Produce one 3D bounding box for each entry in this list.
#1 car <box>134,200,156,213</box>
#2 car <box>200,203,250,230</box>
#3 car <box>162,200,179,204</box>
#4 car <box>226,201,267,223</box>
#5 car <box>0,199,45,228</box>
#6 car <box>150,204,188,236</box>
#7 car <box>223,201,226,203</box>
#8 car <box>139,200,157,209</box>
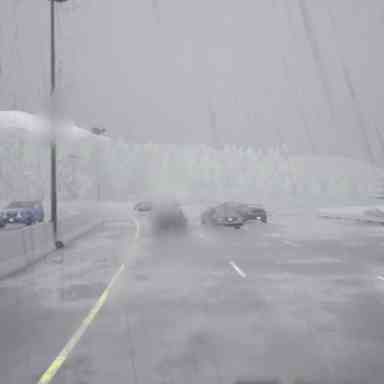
[{"bbox_3d":[-6.494,2.013,44.305,2.033,1.411,5.357,0,-1,-19],"label":"car"},{"bbox_3d":[1.876,1.722,22.434,2.033,1.411,5.357,-1,-1,-10],"label":"car"},{"bbox_3d":[-3.650,2.027,56.140,2.128,1.511,4.902,0,0,-21],"label":"car"},{"bbox_3d":[4.519,1.689,27.006,1.837,1.490,4.892,0,0,-10],"label":"car"},{"bbox_3d":[-13.087,1.613,25.872,2.150,2.045,5.566,-1,-1,-11],"label":"car"},{"bbox_3d":[-1.391,1.699,20.105,1.837,1.490,4.892,0,0,-8],"label":"car"},{"bbox_3d":[4.819,1.867,43.071,2.033,1.411,5.357,0,-1,-18],"label":"car"},{"bbox_3d":[-7.494,2.089,56.385,1.837,1.490,4.892,0,0,-22],"label":"car"}]
